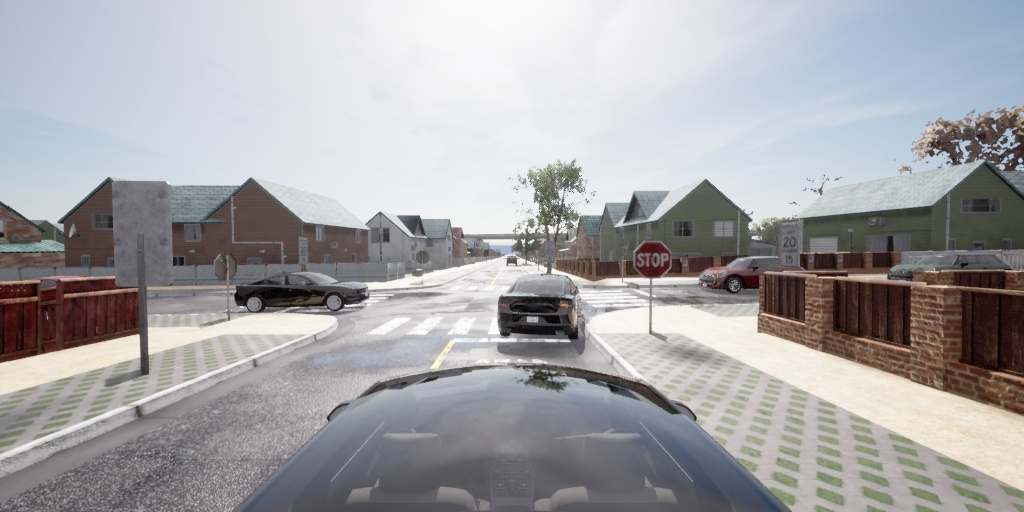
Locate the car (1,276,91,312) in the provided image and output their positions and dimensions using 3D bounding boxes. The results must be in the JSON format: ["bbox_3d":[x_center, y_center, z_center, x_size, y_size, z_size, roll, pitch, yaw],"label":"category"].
[{"bbox_3d":[-18.025,1.547,14.627,5.008,1.535,1.882,-1,2,0],"label":"car"}]

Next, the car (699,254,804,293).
[{"bbox_3d":[11.801,0.820,17.782,4.553,1.767,2.097,-1,2,0],"label":"car"}]

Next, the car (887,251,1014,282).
[{"bbox_3d":[21.696,0.645,17.857,4.553,1.767,2.097,-1,2,0],"label":"car"}]

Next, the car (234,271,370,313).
[{"bbox_3d":[-8.473,1.377,14.692,5.008,1.535,1.882,-1,2,0],"label":"car"}]

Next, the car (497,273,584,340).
[{"bbox_3d":[0.955,1.224,10.169,1.882,1.535,5.008,0,0,12],"label":"car"}]
